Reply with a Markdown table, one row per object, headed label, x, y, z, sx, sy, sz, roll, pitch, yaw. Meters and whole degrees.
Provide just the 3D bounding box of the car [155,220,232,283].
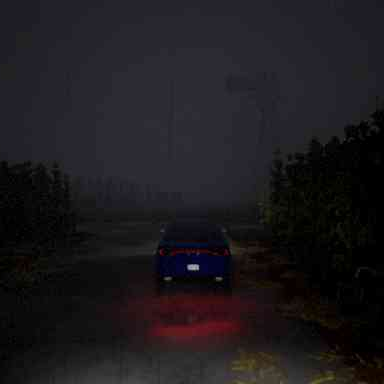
| label | x | y | z | sx | sy | sz | roll | pitch | yaw |
| --- | --- | --- | --- | --- | --- | --- | --- | --- | --- |
| car | 0.043 | 1.564 | 10.007 | 1.882 | 1.535 | 5.008 | 0 | 0 | 0 |
